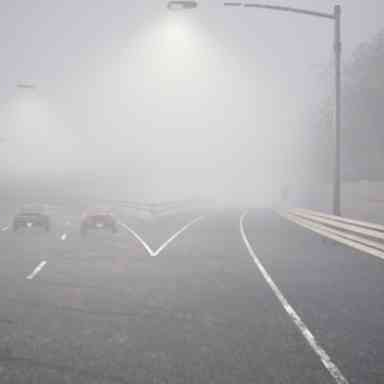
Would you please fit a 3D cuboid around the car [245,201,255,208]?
[{"bbox_3d":[13.214,2.839,75.517,1.895,1.301,4.718,0,-4,15],"label":"car"}]

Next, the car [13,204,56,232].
[{"bbox_3d":[-9.320,1.464,19.790,1.837,1.490,4.892,1,0,-19],"label":"car"}]

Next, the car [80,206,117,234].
[{"bbox_3d":[-5.361,1.499,19.016,1.812,1.442,4.674,0,0,-18],"label":"car"}]

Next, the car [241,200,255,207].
[{"bbox_3d":[10.681,2.239,65.420,2.033,1.411,5.357,0,-3,14],"label":"car"}]
